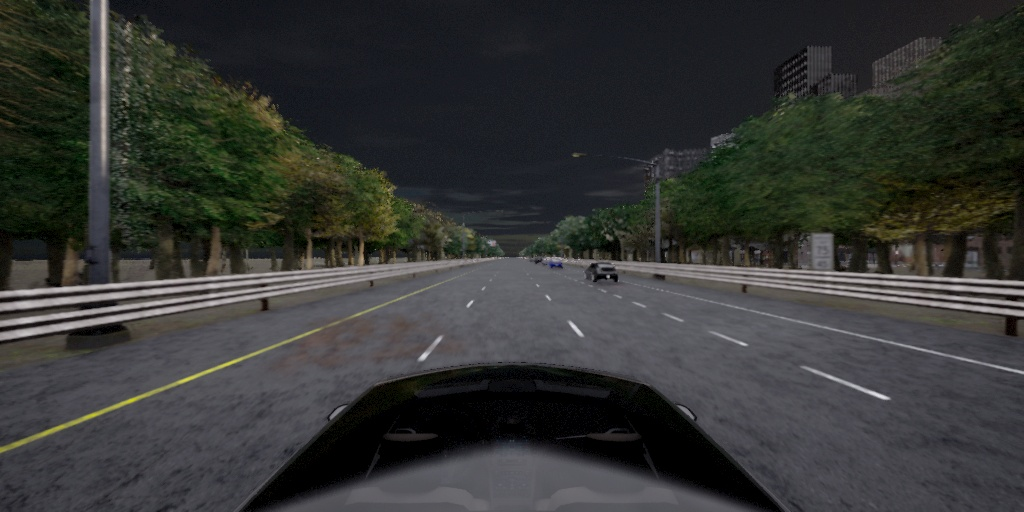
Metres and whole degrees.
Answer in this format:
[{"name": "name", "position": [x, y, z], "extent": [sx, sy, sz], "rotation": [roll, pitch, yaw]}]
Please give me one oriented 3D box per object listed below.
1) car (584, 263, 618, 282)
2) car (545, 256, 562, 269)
[{"name": "car", "position": [6.990, 1.265, 28.450], "extent": [1.837, 1.490, 4.892], "rotation": [0, 0, 0]}, {"name": "car", "position": [6.998, 1.269, 58.359], "extent": [1.882, 1.535, 5.008], "rotation": [0, 0, 0]}]
